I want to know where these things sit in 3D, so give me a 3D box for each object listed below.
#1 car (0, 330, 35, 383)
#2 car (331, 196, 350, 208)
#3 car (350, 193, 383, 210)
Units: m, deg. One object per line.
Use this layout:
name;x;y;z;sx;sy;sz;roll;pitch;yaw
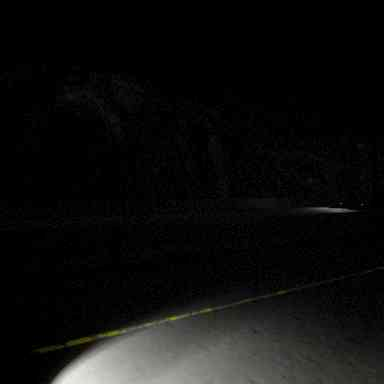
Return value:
car;-3.068;1.526;1.842;4.181;1.385;1.994;0;1;-32
car;19.593;1.312;42.010;4.892;1.490;1.837;0;1;-34
car;21.501;1.085;39.073;5.566;2.045;2.150;0;1;-34
